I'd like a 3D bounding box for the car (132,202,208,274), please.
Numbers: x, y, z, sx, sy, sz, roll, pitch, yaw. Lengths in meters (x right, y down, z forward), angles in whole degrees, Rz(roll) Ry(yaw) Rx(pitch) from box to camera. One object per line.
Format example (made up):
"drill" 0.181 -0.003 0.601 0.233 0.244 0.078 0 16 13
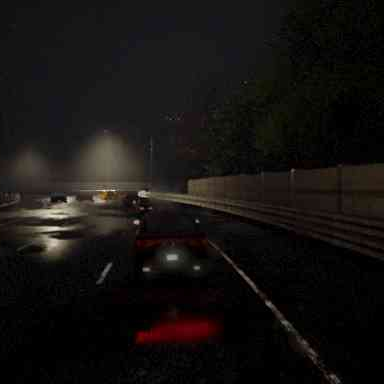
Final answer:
"car" -0.735 1.289 10.025 1.882 1.535 5.008 0 1 -7

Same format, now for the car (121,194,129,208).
"car" -6.387 0.914 35.285 1.994 1.385 4.181 0 1 -17

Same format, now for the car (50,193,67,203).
"car" -18.101 0.788 45.005 1.895 1.301 4.718 -1 1 -26

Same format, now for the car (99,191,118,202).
"car" -12.349 0.578 49.126 1.882 1.535 5.008 -1 1 -27

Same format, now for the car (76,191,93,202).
"car" -15.332 0.632 47.256 2.128 1.511 4.902 -1 1 -27

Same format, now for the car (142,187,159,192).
"car" -9.907 -0.235 78.975 2.150 2.045 5.566 0 1 23

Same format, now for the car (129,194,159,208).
"car" -3.296 1.093 24.496 2.033 1.411 5.357 0 1 -13
